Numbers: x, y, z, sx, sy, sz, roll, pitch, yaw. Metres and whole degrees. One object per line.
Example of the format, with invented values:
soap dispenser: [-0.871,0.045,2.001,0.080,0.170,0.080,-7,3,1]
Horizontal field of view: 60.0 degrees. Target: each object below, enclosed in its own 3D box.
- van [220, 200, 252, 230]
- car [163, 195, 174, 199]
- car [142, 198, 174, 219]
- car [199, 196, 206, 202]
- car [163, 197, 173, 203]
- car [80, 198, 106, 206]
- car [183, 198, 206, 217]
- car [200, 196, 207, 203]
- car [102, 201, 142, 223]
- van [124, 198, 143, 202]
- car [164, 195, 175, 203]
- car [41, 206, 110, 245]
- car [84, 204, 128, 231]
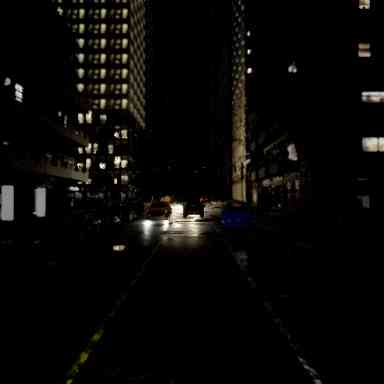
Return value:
van: [2.758,1.430,21.453,1.690,1.788,3.998,1,0,0]
car: [-5.500,1.731,70.567,1.967,1.590,4.097,1,0,0]
car: [-2.996,1.604,30.459,1.882,1.535,5.008,0,0,0]
car: [2.936,1.908,93.084,1.752,1.417,4.829,1,0,0]
car: [-5.489,1.896,76.142,1.802,1.307,4.206,1,0,0]
car: [-16.356,1.729,55.175,4.097,1.590,1.967,0,-1,0]
car: [0.178,1.641,32.996,1.837,1.490,4.892,0,0,0]
car: [2.905,1.918,81.758,1.802,1.307,4.206,1,0,0]
car: [-5.580,1.679,26.960,1.947,1.339,4.313,1,0,0]
van: [-5.731,1.477,32.503,1.690,1.788,3.998,1,0,0]
car: [-5.469,1.652,81.718,2.192,1.841,5.009,1,0,0]
car: [-5.607,1.618,15.880,2.008,1.369,4.403,1,0,0]
car: [-5.594,1.672,21.420,1.802,1.307,4.206,1,0,0]
